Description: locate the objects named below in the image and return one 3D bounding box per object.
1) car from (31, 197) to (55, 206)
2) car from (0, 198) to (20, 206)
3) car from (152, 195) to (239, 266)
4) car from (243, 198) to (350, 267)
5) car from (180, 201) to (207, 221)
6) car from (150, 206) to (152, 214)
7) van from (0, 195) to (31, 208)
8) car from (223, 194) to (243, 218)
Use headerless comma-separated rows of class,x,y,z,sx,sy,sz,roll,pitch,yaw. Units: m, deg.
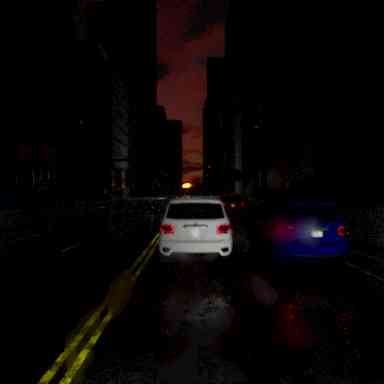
car,-23.557,1.508,51.462,4.403,1.369,2.008,0,0,0
car,-29.235,1.535,51.461,4.206,1.307,1.802,0,0,0
car,0.098,1.205,11.602,2.150,2.045,5.566,0,-1,0
car,3.355,1.213,11.566,2.150,2.045,5.566,0,0,0
car,0.107,1.524,28.252,2.033,1.411,5.357,0,0,0
car,-3.241,1.518,35.331,1.812,1.442,4.674,0,0,0
van,-23.555,1.280,42.937,3.998,1.788,1.690,0,0,0
car,3.358,1.197,29.874,2.150,2.045,5.566,0,0,0
